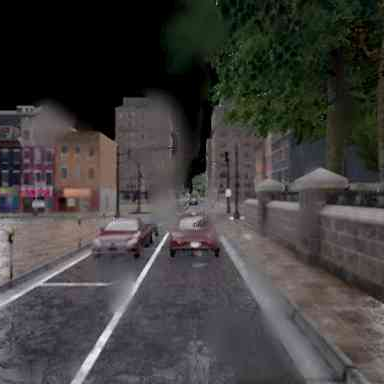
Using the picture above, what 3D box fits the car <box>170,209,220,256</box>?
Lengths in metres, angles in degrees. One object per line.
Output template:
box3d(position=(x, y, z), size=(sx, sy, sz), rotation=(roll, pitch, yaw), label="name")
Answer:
box3d(position=(0.098, 1.629, 13.486), size=(1.812, 1.442, 4.674), rotation=(0, -1, 0), label="car")

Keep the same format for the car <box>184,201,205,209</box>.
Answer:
box3d(position=(0.242, 1.786, 29.643), size=(1.994, 1.385, 4.181), rotation=(0, 0, 1), label="car")

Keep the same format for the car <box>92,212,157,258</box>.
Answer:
box3d(position=(-2.641, 1.682, 13.178), size=(1.802, 1.307, 4.206), rotation=(0, 0, 0), label="car")

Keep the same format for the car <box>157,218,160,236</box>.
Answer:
box3d(position=(-2.642, 1.694, 16.840), size=(1.947, 1.339, 4.313), rotation=(0, 0, 0), label="car")

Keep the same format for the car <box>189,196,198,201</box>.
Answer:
box3d(position=(0.270, 2.015, 69.053), size=(1.812, 1.442, 4.674), rotation=(0, 0, 0), label="car")
